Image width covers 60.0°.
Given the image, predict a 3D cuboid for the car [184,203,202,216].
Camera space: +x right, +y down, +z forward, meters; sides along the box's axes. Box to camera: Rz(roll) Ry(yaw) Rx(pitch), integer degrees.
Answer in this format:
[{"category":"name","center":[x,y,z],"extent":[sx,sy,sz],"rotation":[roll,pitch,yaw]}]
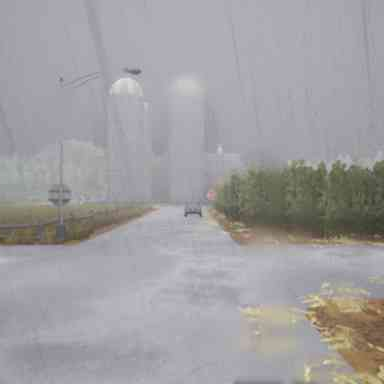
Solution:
[{"category":"car","center":[0.114,1.893,36.921],"extent":[2.033,1.411,5.357],"rotation":[0,0,0]}]
